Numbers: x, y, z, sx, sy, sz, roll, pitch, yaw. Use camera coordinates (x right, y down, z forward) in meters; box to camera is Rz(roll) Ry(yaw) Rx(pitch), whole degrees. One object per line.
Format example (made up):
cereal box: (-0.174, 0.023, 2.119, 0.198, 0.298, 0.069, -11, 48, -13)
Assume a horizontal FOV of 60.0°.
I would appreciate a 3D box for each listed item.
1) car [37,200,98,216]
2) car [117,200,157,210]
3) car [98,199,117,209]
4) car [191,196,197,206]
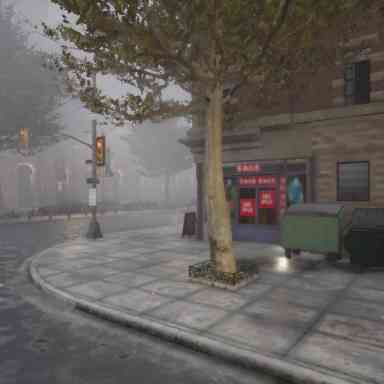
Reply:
car: (-12.510, 1.547, 33.172, 2.033, 1.411, 5.357, 0, 0, 36)
car: (-6.563, 1.601, 41.313, 1.895, 1.301, 4.718, 0, 0, 36)
car: (-12.005, 1.595, 45.138, 1.895, 1.301, 4.718, 0, 0, 36)
car: (2.063, 1.214, 53.081, 2.150, 2.045, 5.566, 0, 1, 36)
